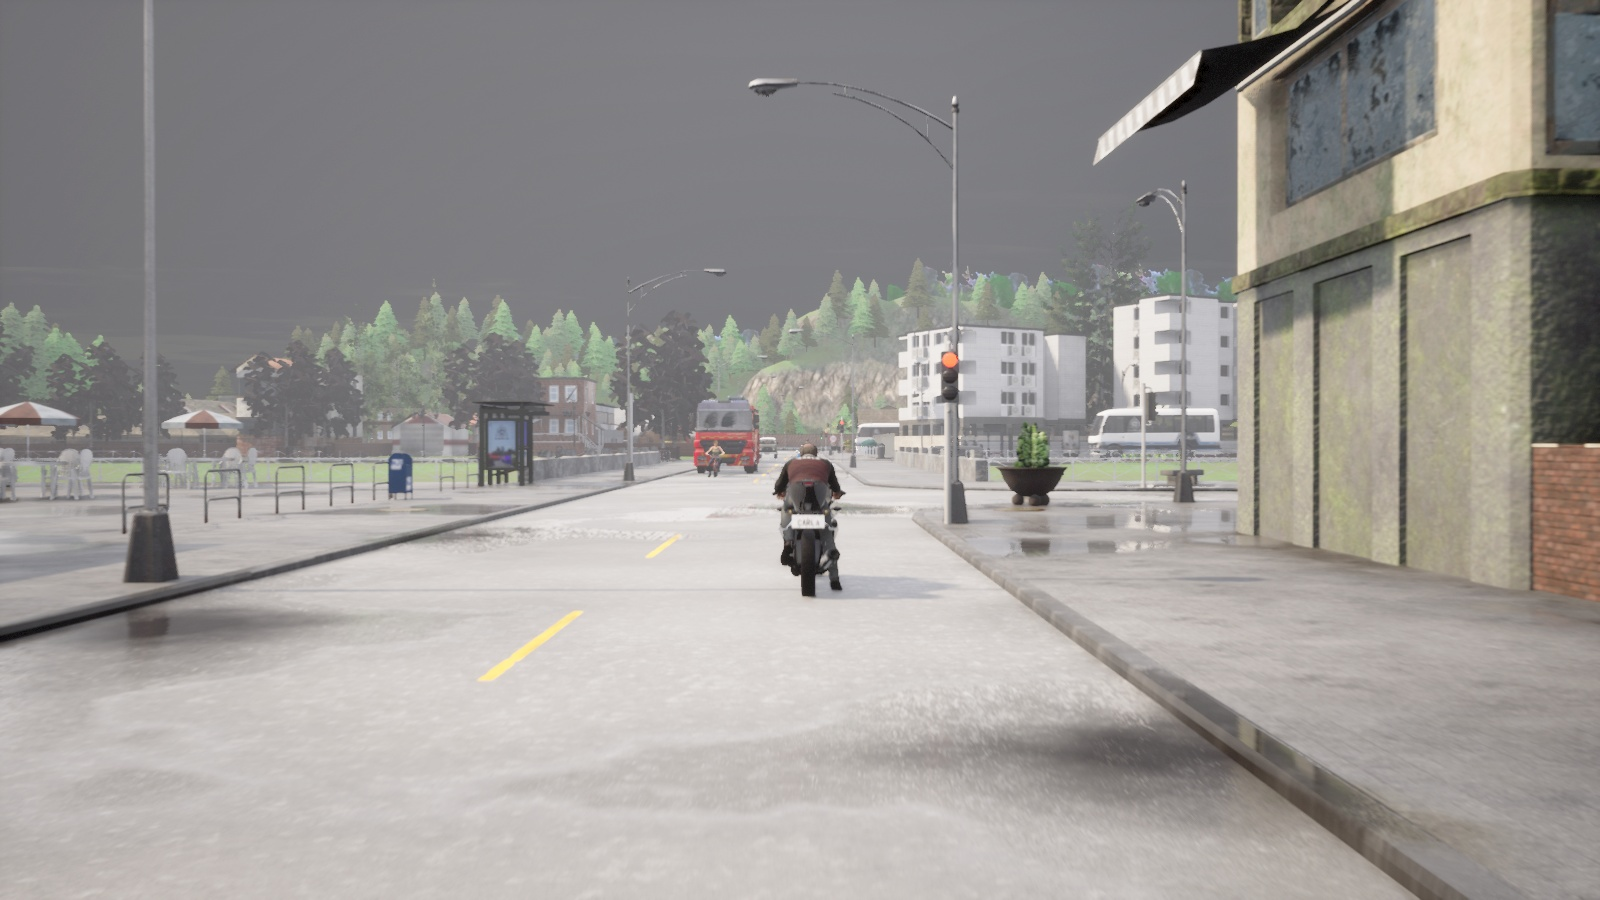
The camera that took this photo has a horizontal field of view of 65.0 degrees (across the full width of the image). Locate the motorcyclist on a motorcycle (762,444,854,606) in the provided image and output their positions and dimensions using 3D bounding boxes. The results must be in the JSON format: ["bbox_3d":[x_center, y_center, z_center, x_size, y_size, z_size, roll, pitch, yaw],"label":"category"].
[{"bbox_3d":[0.090,0.708,13.012,0.866,1.530,2.191,0,0,1],"label":"motorcyclist on a motorcycle"}]

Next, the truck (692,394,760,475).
[{"bbox_3d":[-3.622,-0.780,63.614,2.891,3.827,8.468,0,0,0],"label":"truck"}]
